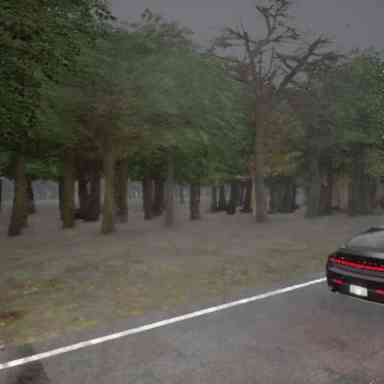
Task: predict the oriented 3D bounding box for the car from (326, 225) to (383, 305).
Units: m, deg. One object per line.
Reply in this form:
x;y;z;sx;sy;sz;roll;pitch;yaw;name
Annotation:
4.883;1.460;7.228;4.892;1.490;1.837;0;0;-36;car
